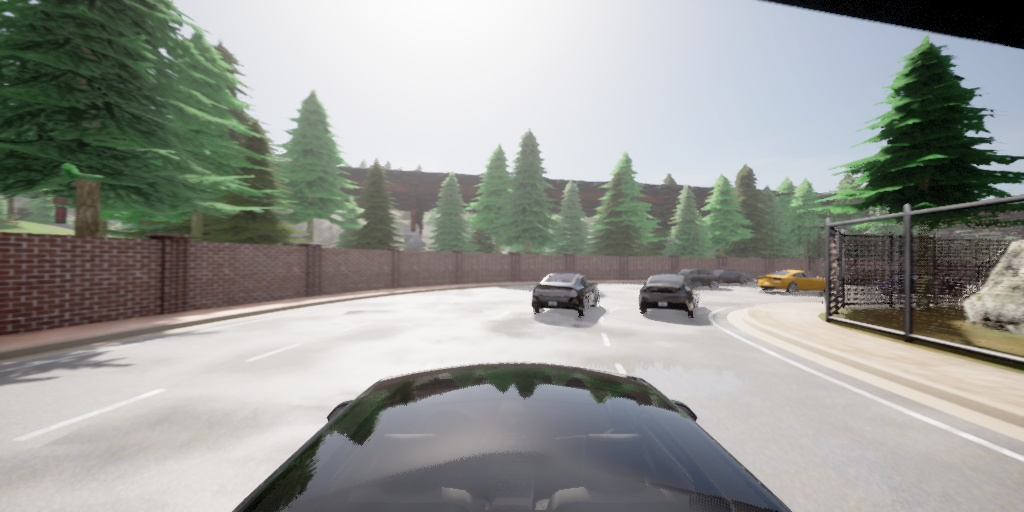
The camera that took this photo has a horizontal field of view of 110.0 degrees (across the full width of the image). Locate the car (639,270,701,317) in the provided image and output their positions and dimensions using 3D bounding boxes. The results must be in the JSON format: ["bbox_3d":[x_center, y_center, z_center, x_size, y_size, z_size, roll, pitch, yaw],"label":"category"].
[{"bbox_3d":[6.474,1.482,14.655,1.837,1.490,4.892,-2,-2,30],"label":"car"}]

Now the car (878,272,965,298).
[{"bbox_3d":[25.469,1.765,22.294,5.008,1.535,1.882,1,-1,-13],"label":"car"}]

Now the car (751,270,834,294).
[{"bbox_3d":[19.392,1.719,24.490,5.008,1.535,1.882,1,-1,-13],"label":"car"}]

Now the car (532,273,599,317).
[{"bbox_3d":[2.229,1.414,14.193,2.128,1.511,4.902,0,-1,21],"label":"car"}]

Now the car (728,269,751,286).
[{"bbox_3d":[18.662,1.866,31.698,5.357,1.411,2.033,1,-1,-13],"label":"car"}]

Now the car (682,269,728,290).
[{"bbox_3d":[13.200,1.702,26.724,4.892,1.490,1.837,1,-1,-16],"label":"car"}]
